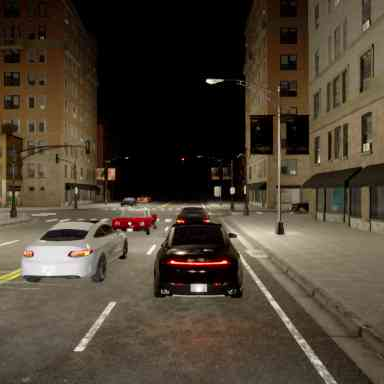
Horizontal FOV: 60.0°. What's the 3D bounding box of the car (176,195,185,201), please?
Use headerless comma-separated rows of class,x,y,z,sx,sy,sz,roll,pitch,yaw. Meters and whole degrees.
car,-2.900,1.502,80.157,1.812,1.442,4.674,0,0,0

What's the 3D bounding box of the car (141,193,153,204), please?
car,-9.503,1.338,65.215,2.097,1.767,4.553,0,0,1

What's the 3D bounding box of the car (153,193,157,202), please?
car,-9.416,1.203,76.438,2.150,2.045,5.566,0,0,0

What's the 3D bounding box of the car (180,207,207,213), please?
car,0.075,1.524,17.746,1.812,1.442,4.674,0,0,0

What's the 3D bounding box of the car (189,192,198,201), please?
car,0.349,1.477,79.726,1.837,1.490,4.892,0,0,0

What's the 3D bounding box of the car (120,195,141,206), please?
car,-9.622,1.540,51.188,2.033,1.411,5.357,0,0,0

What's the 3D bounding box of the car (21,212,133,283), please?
car,-3.115,1.525,9.581,1.812,1.442,4.674,0,0,0

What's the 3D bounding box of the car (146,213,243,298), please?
car,0.136,1.505,8.501,1.837,1.490,4.892,0,0,0

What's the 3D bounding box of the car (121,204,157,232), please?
car,-3.071,1.600,18.738,1.895,1.301,4.718,0,0,0

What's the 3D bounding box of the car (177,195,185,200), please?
car,-2.856,1.398,90.160,1.994,1.385,4.181,0,0,0

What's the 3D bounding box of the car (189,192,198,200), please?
car,0.394,1.070,90.175,2.150,2.045,5.566,0,0,0

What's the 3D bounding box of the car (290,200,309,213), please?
car,13.213,1.528,36.317,4.902,1.511,2.128,0,0,-1
